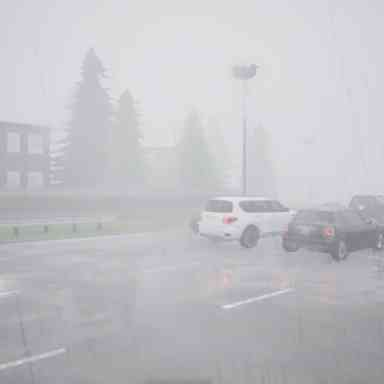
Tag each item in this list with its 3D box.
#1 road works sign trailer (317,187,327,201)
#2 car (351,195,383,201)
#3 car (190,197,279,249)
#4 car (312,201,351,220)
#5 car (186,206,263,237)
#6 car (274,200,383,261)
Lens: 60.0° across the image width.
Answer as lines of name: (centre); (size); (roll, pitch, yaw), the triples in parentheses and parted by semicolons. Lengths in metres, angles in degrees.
road works sign trailer: (32.910, 0.479, 85.785); (2.380, 3.560, 2.880); (0, 0, -35)
car: (13.718, 1.229, 25.450); (2.150, 2.045, 5.566); (0, 0, 42)
car: (2.847, 1.226, 14.861); (5.566, 2.045, 2.150); (0, 0, -39)
car: (12.378, 1.569, 29.313); (1.994, 1.385, 4.181); (0, 0, 40)
car: (1.889, 1.567, 18.675); (4.181, 1.385, 1.994); (0, 0, -41)
car: (5.435, 1.353, 12.516); (4.553, 1.767, 2.097); (0, 0, -40)
